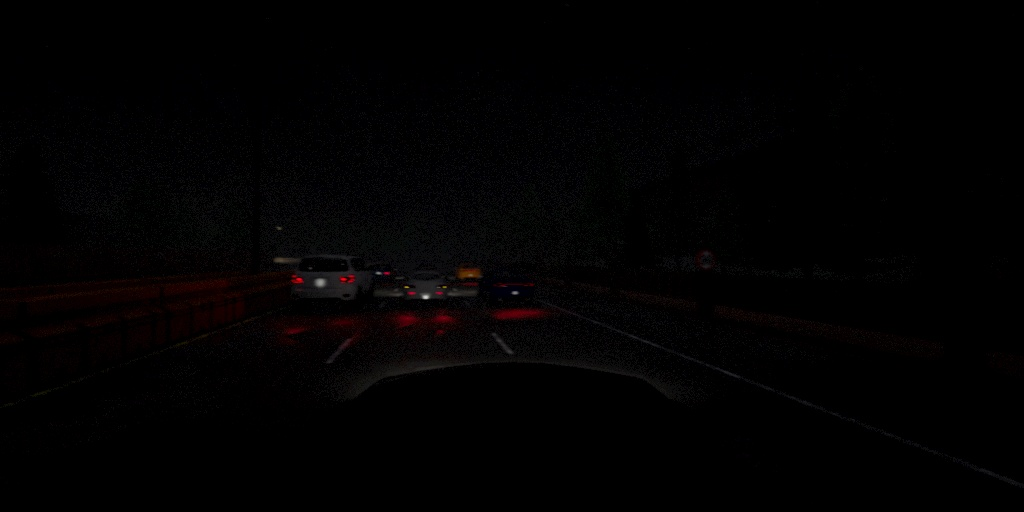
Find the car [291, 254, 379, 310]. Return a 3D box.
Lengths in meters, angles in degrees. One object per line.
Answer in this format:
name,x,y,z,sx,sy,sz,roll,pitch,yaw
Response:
car,-7.145,0.971,14.829,2.150,2.045,5.566,1,0,-13

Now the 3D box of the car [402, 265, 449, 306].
car,-3.821,1.331,15.973,1.812,1.442,4.674,1,0,-13

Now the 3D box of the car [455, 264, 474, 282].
car,-3.907,1.397,31.477,1.882,1.535,5.008,1,0,-13

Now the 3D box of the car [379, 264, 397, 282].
car,-10.609,1.364,29.388,2.033,1.411,5.357,1,0,-13

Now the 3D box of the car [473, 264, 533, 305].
car,-0.441,1.334,16.892,1.882,1.535,5.008,1,0,-13
